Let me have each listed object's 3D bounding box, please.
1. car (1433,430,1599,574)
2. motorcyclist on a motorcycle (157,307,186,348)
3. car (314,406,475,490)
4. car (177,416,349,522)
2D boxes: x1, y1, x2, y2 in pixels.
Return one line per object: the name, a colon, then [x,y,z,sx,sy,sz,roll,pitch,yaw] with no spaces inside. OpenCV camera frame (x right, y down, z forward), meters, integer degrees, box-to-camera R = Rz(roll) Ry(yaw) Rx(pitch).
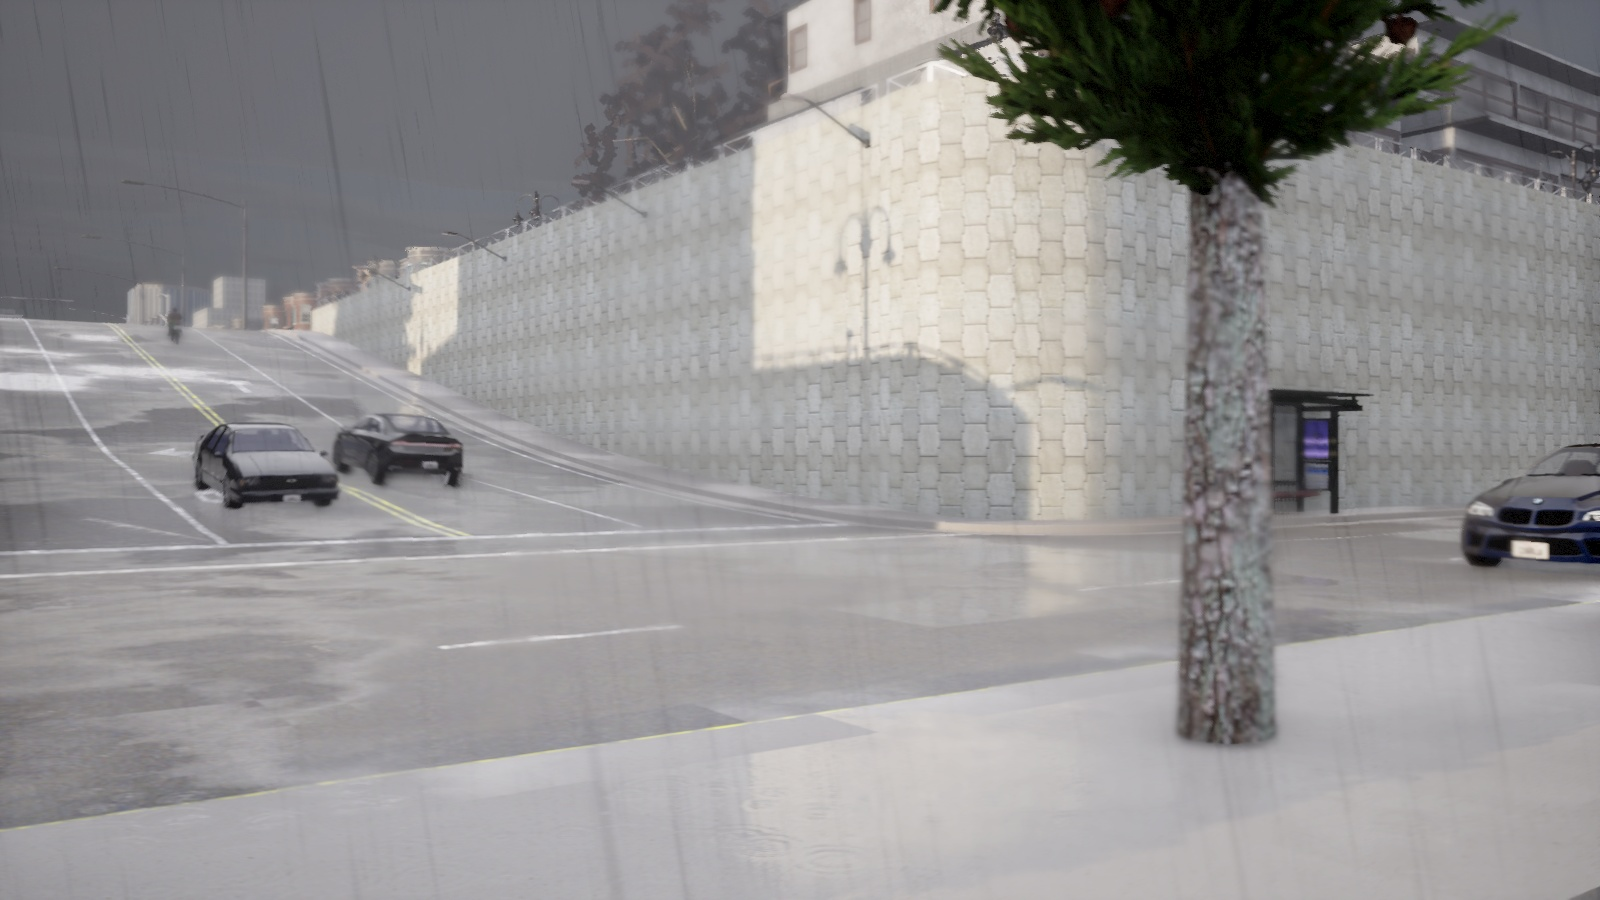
car: [10.695,0.607,16.586,4.611,1.667,2.242,0,0,-35]
motorcyclist on a motorcycle: [-27.548,-5.366,55.028,0.797,1.523,2.044,0,11,-35]
car: [-9.386,-0.092,28.792,2.128,1.511,4.902,2,3,-35]
car: [-10.459,0.245,24.197,2.033,1.411,5.357,-1,6,-34]
